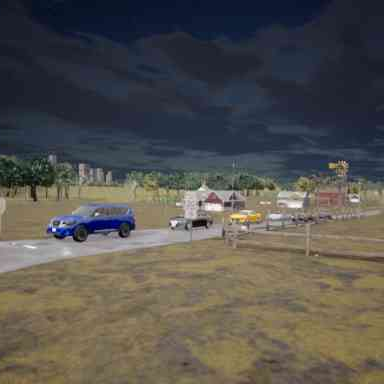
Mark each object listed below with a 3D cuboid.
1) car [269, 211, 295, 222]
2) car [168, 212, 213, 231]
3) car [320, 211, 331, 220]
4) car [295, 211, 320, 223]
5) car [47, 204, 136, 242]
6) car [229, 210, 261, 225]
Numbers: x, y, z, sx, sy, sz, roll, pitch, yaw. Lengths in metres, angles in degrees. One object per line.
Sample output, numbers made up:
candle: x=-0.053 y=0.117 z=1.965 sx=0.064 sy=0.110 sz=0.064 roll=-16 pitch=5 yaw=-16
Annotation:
car: x=11.811 y=3.288 z=44.949 sx=1.895 sy=1.301 sz=4.718 roll=1 pitch=-2 yaw=36
car: x=-0.019 y=2.427 z=28.476 sx=2.128 sy=1.511 sz=4.902 roll=1 pitch=-2 yaw=36
car: x=20.565 y=3.672 z=52.384 sx=2.033 sy=1.411 sz=5.357 roll=1 pitch=-2 yaw=36
car: x=14.842 y=3.305 z=44.284 sx=2.033 sy=1.411 sz=5.357 roll=1 pitch=-2 yaw=36
car: x=-5.869 y=1.791 z=20.245 sx=2.150 sy=2.045 sz=5.566 roll=1 pitch=-2 yaw=35
car: x=5.949 y=2.792 z=36.815 sx=1.882 sy=1.535 sz=5.008 roll=1 pitch=-2 yaw=36
